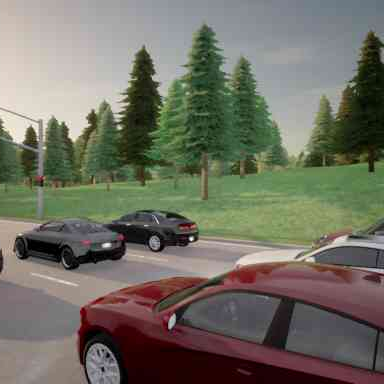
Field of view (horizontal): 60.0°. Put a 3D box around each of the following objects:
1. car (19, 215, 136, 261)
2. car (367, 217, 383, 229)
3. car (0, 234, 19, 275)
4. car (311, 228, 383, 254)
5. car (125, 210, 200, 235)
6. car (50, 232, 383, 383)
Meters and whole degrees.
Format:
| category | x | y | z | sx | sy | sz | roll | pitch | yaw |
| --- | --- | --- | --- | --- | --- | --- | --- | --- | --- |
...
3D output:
| category | x | y | z | sx | sy | sz | roll | pitch | yaw |
| --- | --- | --- | --- | --- | --- | --- | --- | --- | --- |
| car | -4.163 | 1.564 | 11.143 | 4.181 | 1.385 | 1.994 | 0 | 0 | 36 |
| car | 5.491 | 1.352 | 8.671 | 4.553 | 1.767 | 2.097 | 0 | 0 | 36 |
| car | -6.628 | 1.526 | 8.615 | 4.674 | 1.442 | 1.812 | 0 | 0 | 36 |
| car | 3.013 | 1.526 | 6.138 | 4.674 | 1.442 | 1.812 | 0 | 0 | 35 |
| car | -1.984 | 1.505 | 13.890 | 4.892 | 1.490 | 1.837 | 0 | 0 | 36 |
| car | 0.888 | 1.478 | 3.357 | 5.008 | 1.535 | 1.882 | 0 | 0 | 36 |
